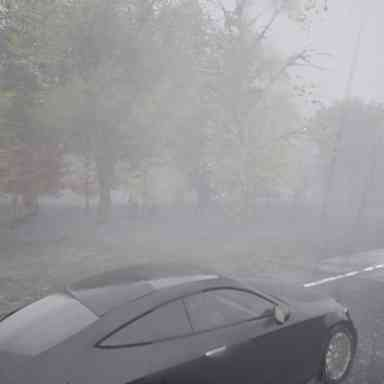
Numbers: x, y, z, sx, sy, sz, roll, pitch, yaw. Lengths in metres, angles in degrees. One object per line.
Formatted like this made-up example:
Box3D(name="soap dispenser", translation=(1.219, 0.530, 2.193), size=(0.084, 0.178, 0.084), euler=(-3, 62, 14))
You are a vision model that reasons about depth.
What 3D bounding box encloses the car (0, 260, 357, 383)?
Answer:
Box3D(name="car", translation=(-0.078, 1.526, 3.688), size=(4.674, 1.442, 1.812), euler=(0, 0, -36))
